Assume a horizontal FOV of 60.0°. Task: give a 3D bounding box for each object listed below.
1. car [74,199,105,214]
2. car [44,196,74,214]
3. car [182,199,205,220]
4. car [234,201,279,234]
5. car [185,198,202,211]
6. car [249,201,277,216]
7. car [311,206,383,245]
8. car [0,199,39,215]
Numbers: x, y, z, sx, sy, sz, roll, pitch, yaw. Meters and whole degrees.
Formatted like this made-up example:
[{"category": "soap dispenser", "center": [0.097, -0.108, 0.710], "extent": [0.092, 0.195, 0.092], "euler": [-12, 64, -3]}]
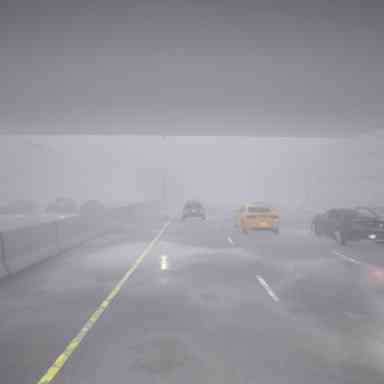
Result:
[{"category": "car", "center": [-10.546, 1.520, 35.338], "extent": [1.812, 1.442, 4.674], "euler": [0, 0, 0]}, {"category": "car", "center": [-14.053, 1.346, 35.811], "extent": [2.097, 1.767, 4.553], "euler": [0, 0, 0]}, {"category": "car", "center": [0.138, 1.543, 28.214], "extent": [2.033, 1.411, 5.357], "euler": [0, 0, 0]}, {"category": "car", "center": [3.628, 1.474, 19.284], "extent": [1.882, 1.535, 5.008], "euler": [0, 0, 0]}, {"category": "car", "center": [0.146, 1.557, 42.510], "extent": [1.994, 1.385, 4.181], "euler": [0, 0, -1]}, {"category": "car", "center": [7.138, 1.595, 34.083], "extent": [1.895, 1.301, 4.718], "euler": [0, 0, 0]}, {"category": "car", "center": [7.123, 1.502, 15.532], "extent": [1.837, 1.490, 4.892], "euler": [0, 0, 0]}, {"category": "car", "center": [-17.557, 1.500, 34.321], "extent": [1.837, 1.490, 4.892], "euler": [0, 0, 0]}]
